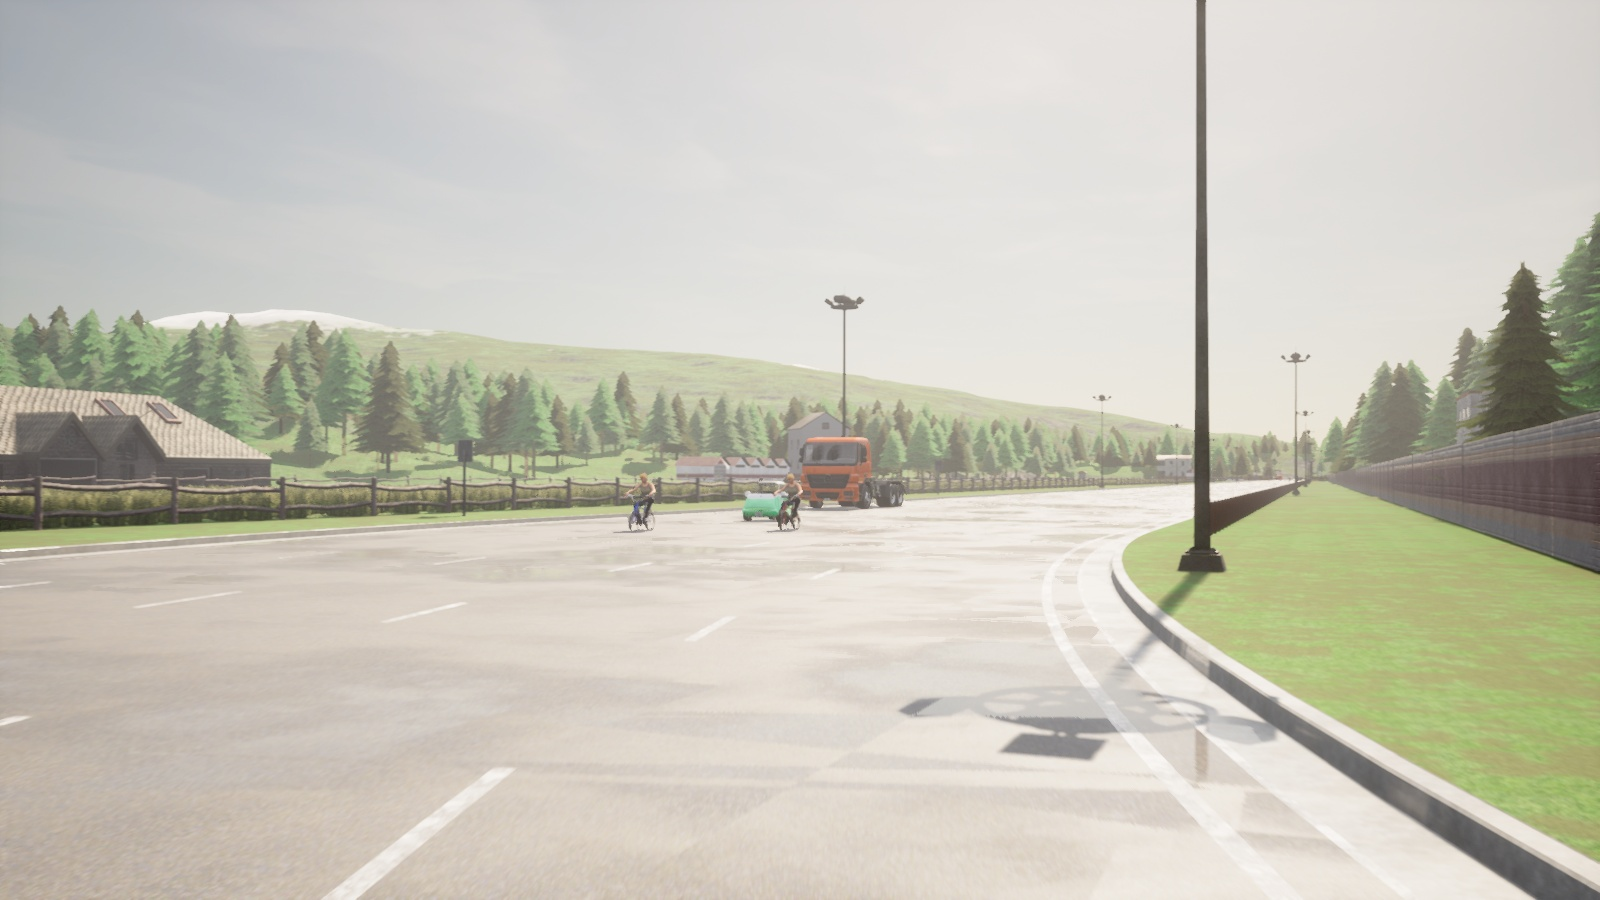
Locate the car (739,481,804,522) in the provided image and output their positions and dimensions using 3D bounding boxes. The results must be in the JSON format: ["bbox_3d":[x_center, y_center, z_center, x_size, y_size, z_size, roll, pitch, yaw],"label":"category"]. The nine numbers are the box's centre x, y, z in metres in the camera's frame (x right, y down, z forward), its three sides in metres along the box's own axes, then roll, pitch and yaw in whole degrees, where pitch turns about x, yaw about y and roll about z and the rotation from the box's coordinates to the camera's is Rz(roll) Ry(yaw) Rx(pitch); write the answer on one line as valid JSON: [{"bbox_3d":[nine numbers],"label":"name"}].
[{"bbox_3d":[-0.957,1.756,43.208,1.481,1.376,2.207,-1,-1,22],"label":"car"}]

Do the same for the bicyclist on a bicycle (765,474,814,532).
[{"bbox_3d":[-0.286,1.478,35.492,0.866,1.612,1.509,-1,-1,21],"label":"bicyclist on a bicycle"}]

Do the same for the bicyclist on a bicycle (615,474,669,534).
[{"bbox_3d":[-4.350,1.476,34.645,0.866,1.612,1.509,0,-1,20],"label":"bicyclist on a bicycle"}]

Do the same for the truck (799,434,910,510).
[{"bbox_3d":[2.787,1.075,61.489,2.891,3.462,7.936,-1,-1,22],"label":"truck"}]
